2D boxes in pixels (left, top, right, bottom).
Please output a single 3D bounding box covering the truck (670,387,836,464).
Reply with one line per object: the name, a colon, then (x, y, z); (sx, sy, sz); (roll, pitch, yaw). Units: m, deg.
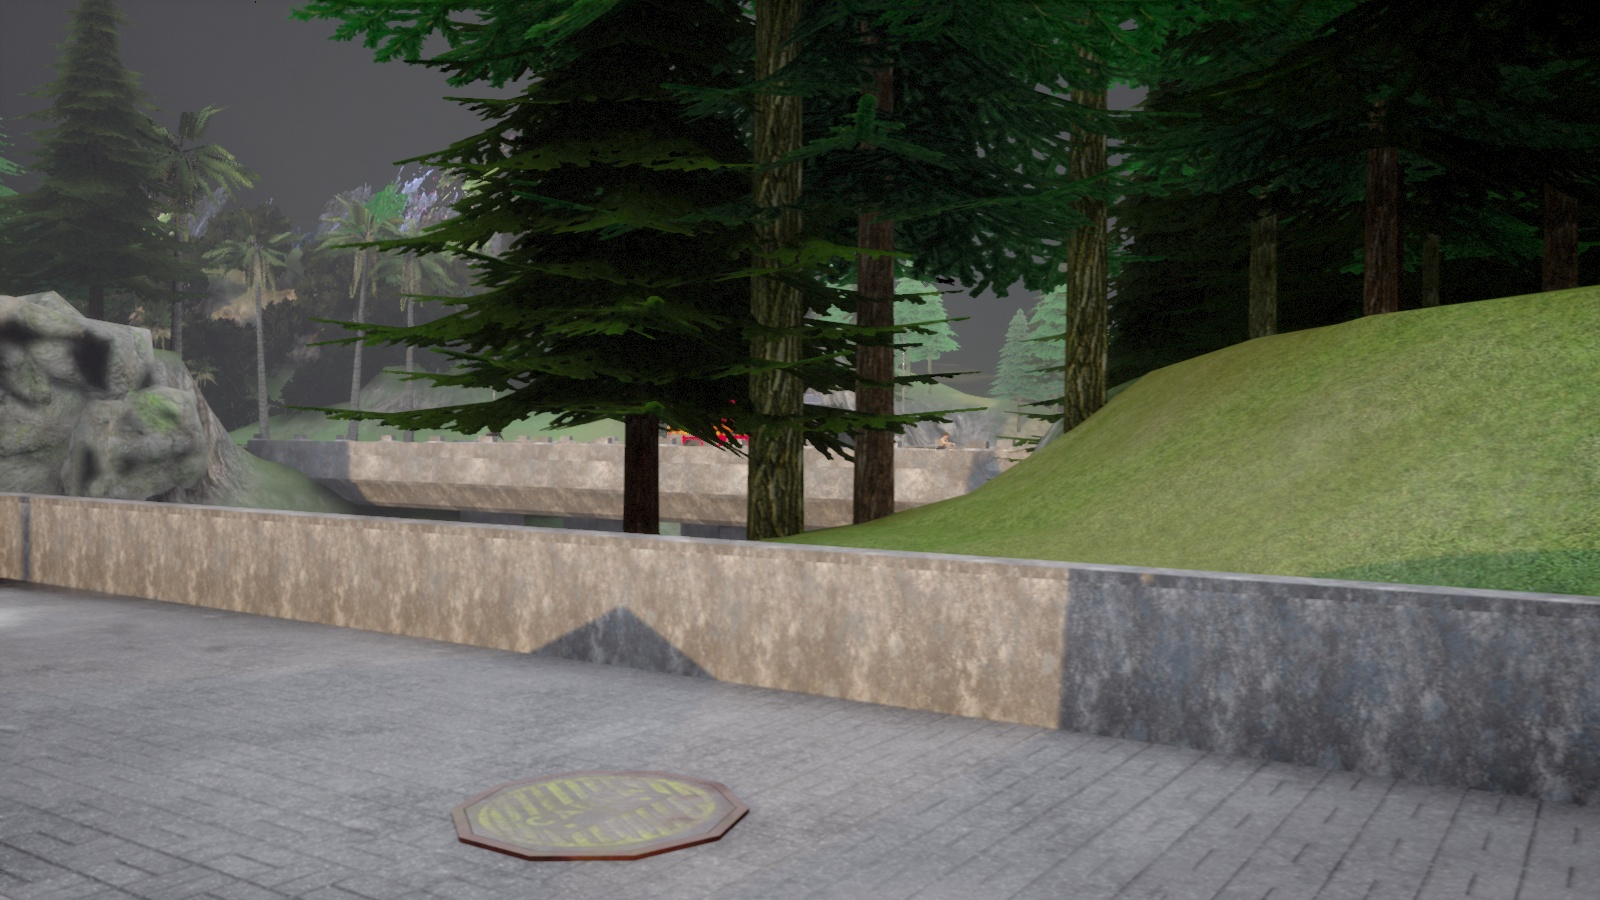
truck: (-2.531, -1.220, 65.321); (8.468, 3.827, 2.891); (0, 1, 34)
